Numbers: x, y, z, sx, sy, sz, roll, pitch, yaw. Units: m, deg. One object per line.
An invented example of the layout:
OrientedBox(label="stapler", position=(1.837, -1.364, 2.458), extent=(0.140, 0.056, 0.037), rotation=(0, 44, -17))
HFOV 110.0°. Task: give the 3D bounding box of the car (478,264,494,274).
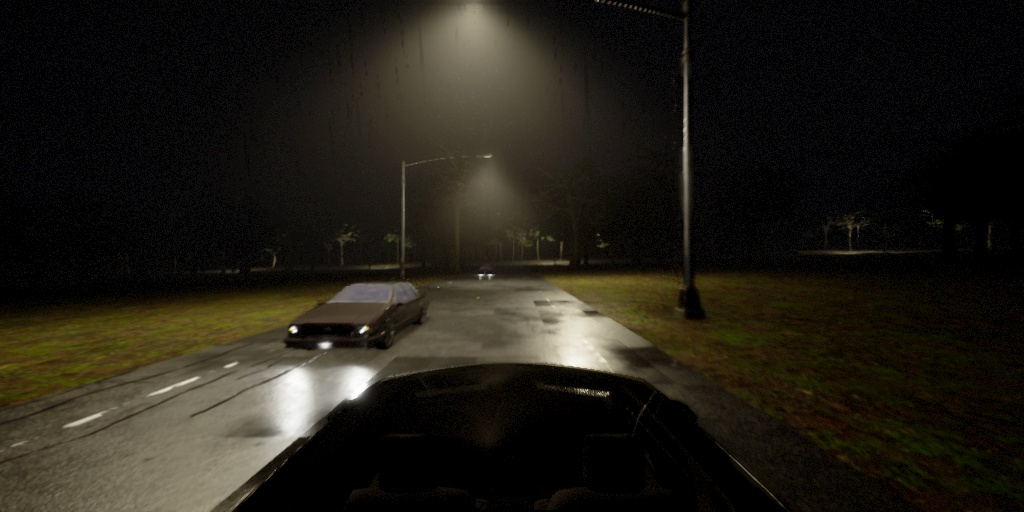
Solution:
OrientedBox(label="car", position=(-3.569, 1.760, 50.226), extent=(2.033, 1.411, 5.357), rotation=(0, -1, 0))

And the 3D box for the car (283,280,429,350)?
OrientedBox(label="car", position=(-3.600, 1.369, 9.573), extent=(2.033, 1.411, 5.357), rotation=(0, -1, 0))
